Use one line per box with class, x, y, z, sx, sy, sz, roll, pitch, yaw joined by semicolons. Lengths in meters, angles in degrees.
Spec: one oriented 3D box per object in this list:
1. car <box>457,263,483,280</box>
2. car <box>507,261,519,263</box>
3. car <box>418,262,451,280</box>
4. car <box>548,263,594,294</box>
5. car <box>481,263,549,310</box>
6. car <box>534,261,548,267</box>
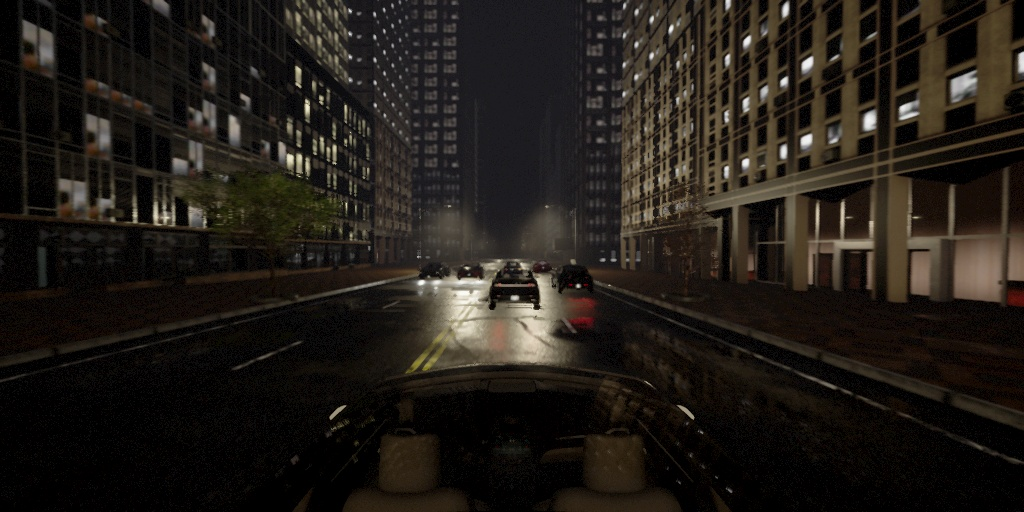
car;-3.286;1.248;29.575;1.994;1.385;4.181;0;0;1
car;0.092;1.219;33.964;2.033;1.411;5.357;0;0;0
car;-6.520;1.227;30.823;2.033;1.411;5.357;0;0;0
car;3.289;1.214;20.083;1.837;1.490;4.892;0;0;1
car;0.098;1.214;14.626;2.128;1.511;4.902;0;0;0
car;3.332;1.218;40.326;1.994;1.385;4.181;0;0;0
